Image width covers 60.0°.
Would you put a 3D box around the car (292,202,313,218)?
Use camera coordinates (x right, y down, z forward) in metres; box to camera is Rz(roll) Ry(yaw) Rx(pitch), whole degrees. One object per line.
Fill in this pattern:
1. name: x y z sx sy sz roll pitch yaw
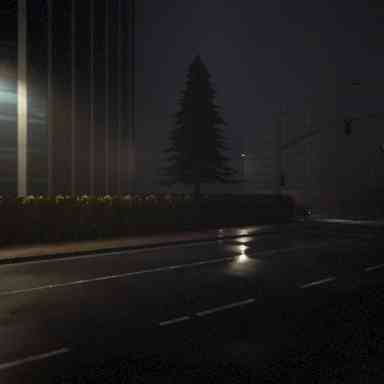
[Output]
1. car: 8.536 1.489 30.118 2.128 1.511 4.902 0 0 -35

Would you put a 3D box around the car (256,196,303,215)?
1. car: 9.169 1.349 35.309 2.097 1.767 4.553 0 0 -35
